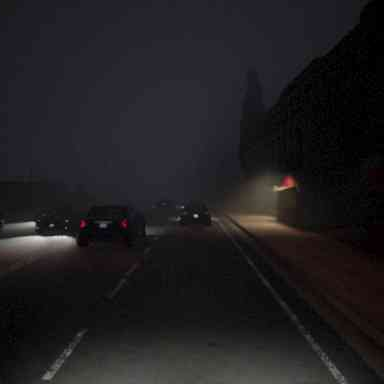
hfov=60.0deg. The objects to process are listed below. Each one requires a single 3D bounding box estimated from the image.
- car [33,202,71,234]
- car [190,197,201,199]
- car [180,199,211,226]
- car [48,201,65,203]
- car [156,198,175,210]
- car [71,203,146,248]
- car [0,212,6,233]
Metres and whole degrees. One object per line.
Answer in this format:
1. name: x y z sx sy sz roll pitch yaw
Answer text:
1. car: -6.928 1.451 18.418 1.994 1.385 4.181 0 0 0
2. car: 0.363 1.311 39.540 2.033 1.411 5.357 0 0 1
3. car: 0.250 1.430 22.287 1.994 1.385 4.181 0 0 0
4. car: -10.329 1.408 25.356 1.994 1.385 4.181 0 0 0
5. car: -3.130 1.329 39.086 1.994 1.385 4.181 0 0 0
6. car: -3.303 1.263 14.534 2.097 1.767 4.553 0 0 0
7. car: -7.025 1.471 8.487 1.812 1.442 4.674 0 0 1
